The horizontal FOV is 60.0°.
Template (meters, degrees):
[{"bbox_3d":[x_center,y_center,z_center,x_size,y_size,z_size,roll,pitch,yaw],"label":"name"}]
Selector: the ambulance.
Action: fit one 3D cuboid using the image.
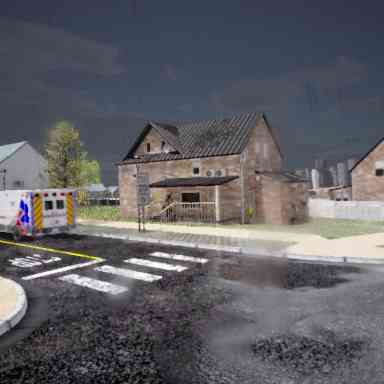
[{"bbox_3d":[-8.805,1.143,17.524,6.366,2.431,2.351,-1,2,37],"label":"ambulance"}]
